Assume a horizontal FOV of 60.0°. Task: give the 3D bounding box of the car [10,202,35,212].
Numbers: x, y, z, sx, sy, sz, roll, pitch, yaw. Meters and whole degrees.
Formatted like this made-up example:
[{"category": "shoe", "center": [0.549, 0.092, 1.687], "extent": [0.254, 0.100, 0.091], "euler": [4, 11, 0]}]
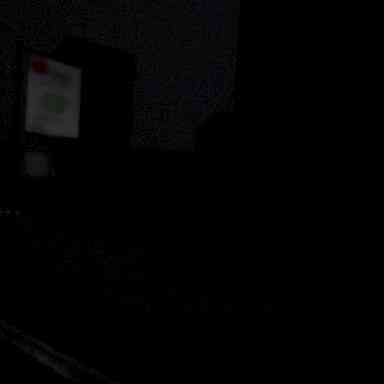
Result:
[{"category": "car", "center": [-26.602, 2.339, 52.882], "extent": [2.128, 1.511, 4.902], "euler": [4, -1, 12]}]
